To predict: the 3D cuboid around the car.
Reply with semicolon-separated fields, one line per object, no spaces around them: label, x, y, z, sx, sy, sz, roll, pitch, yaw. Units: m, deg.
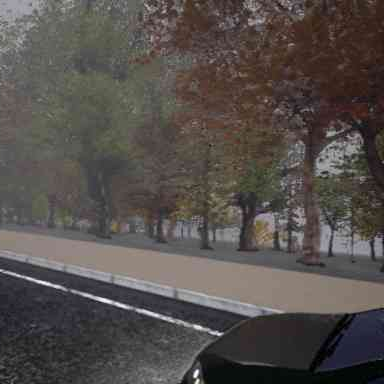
car;1.907;1.565;2.324;4.181;1.385;1.994;0;0;36
